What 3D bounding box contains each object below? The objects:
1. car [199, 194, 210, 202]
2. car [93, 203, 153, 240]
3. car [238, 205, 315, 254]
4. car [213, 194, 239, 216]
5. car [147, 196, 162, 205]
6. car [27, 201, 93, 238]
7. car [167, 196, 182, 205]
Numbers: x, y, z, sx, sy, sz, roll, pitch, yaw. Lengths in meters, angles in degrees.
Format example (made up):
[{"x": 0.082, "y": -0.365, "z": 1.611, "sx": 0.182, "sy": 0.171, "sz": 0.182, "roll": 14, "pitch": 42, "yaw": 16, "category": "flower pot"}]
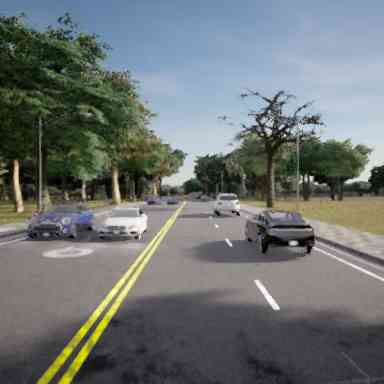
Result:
[{"x": 3.264, "y": 1.654, "z": 77.767, "sx": 2.128, "sy": 1.511, "sz": 4.902, "roll": 0, "pitch": 0, "yaw": 0, "category": "car"}, {"x": -3.348, "y": 1.507, "z": 17.065, "sx": 1.812, "sy": 1.442, "sz": 4.674, "roll": 0, "pitch": 0, "yaw": 0, "category": "car"}, {"x": 3.349, "y": 1.474, "z": 13.388, "sx": 2.128, "sy": 1.511, "sz": 4.902, "roll": 0, "pitch": 0, "yaw": 0, "category": "car"}, {"x": 3.356, "y": 1.215, "z": 33.001, "sx": 2.150, "sy": 2.045, "sz": 5.566, "roll": 0, "pitch": 0, "yaw": 0, "category": "car"}, {"x": -6.536, "y": 1.417, "z": 58.137, "sx": 2.097, "sy": 1.767, "sz": 4.553, "roll": 0, "pitch": 0, "yaw": 1, "category": "car"}, {"x": -6.598, "y": 1.333, "z": 17.274, "sx": 2.097, "sy": 1.767, "sz": 4.553, "roll": 0, "pitch": 0, "yaw": 0, "category": "car"}, {"x": -3.286, "y": 1.629, "z": 58.088, "sx": 1.994, "sy": 1.385, "sz": 4.181, "roll": 0, "pitch": 0, "yaw": 1, "category": "car"}]
